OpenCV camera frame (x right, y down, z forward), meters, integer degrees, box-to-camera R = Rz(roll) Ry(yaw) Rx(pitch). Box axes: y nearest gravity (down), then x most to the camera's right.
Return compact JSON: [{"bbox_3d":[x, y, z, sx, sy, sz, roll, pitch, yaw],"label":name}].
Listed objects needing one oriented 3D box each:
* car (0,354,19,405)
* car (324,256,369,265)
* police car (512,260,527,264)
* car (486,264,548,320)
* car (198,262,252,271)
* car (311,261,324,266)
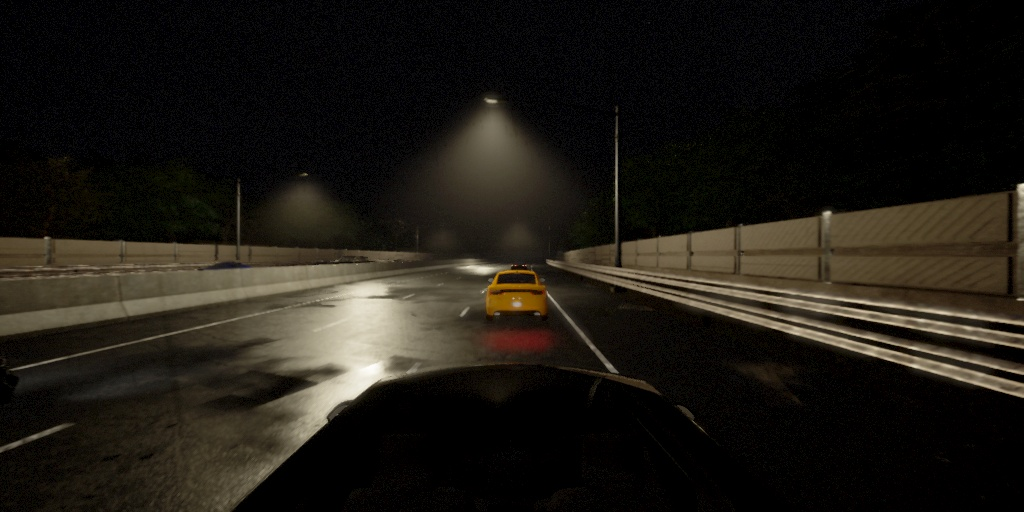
[{"bbox_3d":[-6.891,1.273,2.318,1.812,1.442,4.674,0,0,0],"label":"car"},{"bbox_3d":[-16.999,0.983,37.848,2.150,2.045,5.566,0,0,2],"label":"car"},{"bbox_3d":[0.906,1.302,43.720,2.038,1.542,4.974,0,0,2],"label":"police car"},{"bbox_3d":[0.174,1.228,12.671,1.882,1.535,5.008,0,0,1],"label":"car"},{"bbox_3d":[-24.205,1.258,30.356,1.812,1.442,4.674,1,0,1],"label":"car"},{"bbox_3d":[-20.450,1.261,39.135,1.837,1.490,4.892,0,0,2],"label":"car"}]
